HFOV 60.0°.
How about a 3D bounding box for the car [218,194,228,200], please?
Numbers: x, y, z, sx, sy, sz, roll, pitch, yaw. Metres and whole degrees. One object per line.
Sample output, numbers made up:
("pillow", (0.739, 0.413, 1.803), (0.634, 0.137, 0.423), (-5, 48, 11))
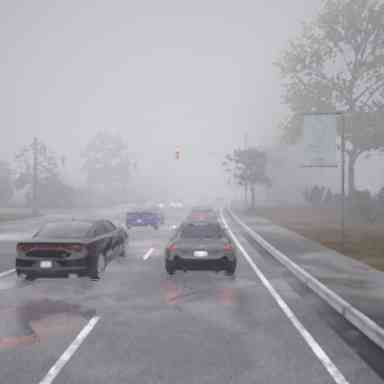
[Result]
("car", (8.378, 1.360, 89.415), (2.033, 1.411, 5.357), (0, 0, 11))

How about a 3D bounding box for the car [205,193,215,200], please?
("car", (4.853, 1.156, 89.607), (2.097, 1.767, 4.553), (0, 0, 11))

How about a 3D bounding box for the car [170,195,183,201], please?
("car", (-3.751, 1.472, 81.052), (2.128, 1.511, 4.902), (0, 0, 9))

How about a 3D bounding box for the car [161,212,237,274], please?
("car", (0.274, 1.558, 10.573), (1.994, 1.385, 4.181), (0, 0, 1))

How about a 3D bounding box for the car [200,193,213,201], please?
("car", (3.074, 1.427, 79.423), (1.882, 1.535, 5.008), (0, 0, 10))

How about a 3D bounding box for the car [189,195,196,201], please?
("car", (-0.287, 1.449, 80.546), (1.837, 1.490, 4.892), (0, 0, 9))

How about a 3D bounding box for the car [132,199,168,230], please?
("car", (-2.865, 1.464, 21.159), (1.882, 1.535, 5.008), (0, 0, 2))

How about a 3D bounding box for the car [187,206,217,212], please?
("car", (0.645, 1.552, 21.288), (1.994, 1.385, 4.181), (0, 0, 3))

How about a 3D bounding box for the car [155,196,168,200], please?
("car", (-6.049, 1.458, 65.709), (2.128, 1.511, 4.902), (0, 0, 8))

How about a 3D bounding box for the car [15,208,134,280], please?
("car", (-3.241, 1.471, 9.970), (1.882, 1.535, 5.008), (0, 0, 1))

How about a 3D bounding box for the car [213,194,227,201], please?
("car", (6.603, 1.430, 79.308), (1.882, 1.535, 5.008), (0, 0, 10))

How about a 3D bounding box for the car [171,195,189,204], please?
("car", (-2.585, 1.458, 65.220), (2.128, 1.511, 4.902), (0, 0, 8))
